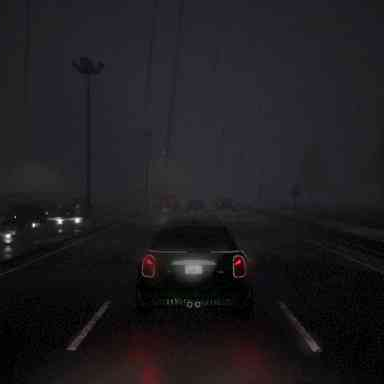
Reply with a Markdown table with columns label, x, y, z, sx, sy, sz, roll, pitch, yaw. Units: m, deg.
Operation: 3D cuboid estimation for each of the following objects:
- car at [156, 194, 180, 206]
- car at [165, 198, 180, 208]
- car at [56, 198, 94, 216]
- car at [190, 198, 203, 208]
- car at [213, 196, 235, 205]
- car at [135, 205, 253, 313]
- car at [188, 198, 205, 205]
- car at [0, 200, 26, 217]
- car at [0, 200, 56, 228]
| label | x | y | z | sx | sy | sz | roll | pitch | yaw |
| --- | --- | --- | --- | --- | --- | --- | --- | --- | --- |
| car | -3.011 | 1.221 | 39.594 | 2.150 | 2.045 | 5.566 | 0 | 0 | 1 |
| car | -2.883 | 1.564 | 50.185 | 1.994 | 1.385 | 4.181 | 0 | 0 | 1 |
| car | -11.116 | 1.352 | 32.051 | 2.097 | 1.767 | 4.553 | 0 | 0 | 1 |
| car | 0.629 | 1.601 | 50.548 | 1.895 | 1.301 | 4.718 | 0 | 0 | 1 |
| car | 4.006 | 1.352 | 40.178 | 2.097 | 1.767 | 4.553 | 0 | 0 | 1 |
| car | 0.060 | 1.352 | 7.812 | 2.097 | 1.767 | 4.553 | 0 | 0 | 1 |
| car | 0.506 | 1.491 | 40.206 | 2.128 | 1.511 | 4.902 | 0 | 0 | 1 |
| car | -18.116 | 1.526 | 32.114 | 1.812 | 1.442 | 4.674 | 0 | 0 | 1 |
| car | -11.252 | 1.492 | 21.915 | 2.128 | 1.511 | 4.902 | 0 | 0 | 1 |
